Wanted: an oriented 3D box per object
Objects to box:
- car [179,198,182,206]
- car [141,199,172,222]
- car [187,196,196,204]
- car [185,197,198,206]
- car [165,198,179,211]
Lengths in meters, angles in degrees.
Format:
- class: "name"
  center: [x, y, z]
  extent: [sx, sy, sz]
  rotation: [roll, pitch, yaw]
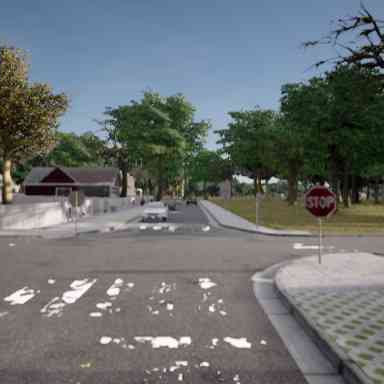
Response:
- class: "car"
  center: [-2.847, 1.707, 58.897]
  extent: [1.895, 1.301, 4.718]
  rotation: [0, 0, 0]
- class: "car"
  center: [-2.862, 1.530, 26.496]
  extent: [1.812, 1.442, 4.674]
  rotation: [0, 0, -1]
- class: "car"
  center: [-0.067, 1.671, 68.607]
  extent: [1.812, 1.442, 4.674]
  rotation: [0, 0, 0]
- class: "car"
  center: [-0.060, 1.608, 58.185]
  extent: [1.837, 1.490, 4.892]
  rotation: [0, 0, 0]
- class: "car"
  center: [-2.884, 1.544, 40.519]
  extent: [1.837, 1.490, 4.892]
  rotation: [0, 0, 0]
